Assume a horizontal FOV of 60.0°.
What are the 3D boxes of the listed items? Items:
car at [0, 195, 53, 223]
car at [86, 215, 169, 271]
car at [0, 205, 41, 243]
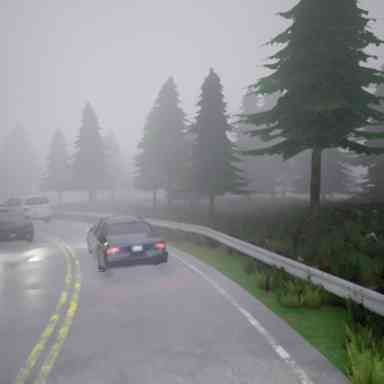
[{"bbox_3d":[-12.330,1.324,24.269,5.566,2.045,2.150,-1,3,40],"label":"car"},{"bbox_3d":[-2.319,1.482,10.836,2.033,1.411,5.357,-2,1,-22],"label":"car"},{"bbox_3d":[-8.945,1.603,15.934,1.882,1.535,5.008,-3,1,-36],"label":"car"}]
